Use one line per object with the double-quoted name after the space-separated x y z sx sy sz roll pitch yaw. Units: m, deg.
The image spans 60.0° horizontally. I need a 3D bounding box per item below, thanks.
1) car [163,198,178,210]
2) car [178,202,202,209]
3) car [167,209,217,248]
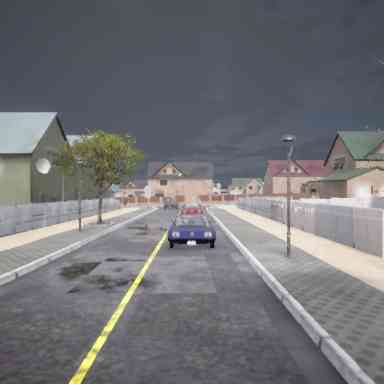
-2.749 1.640 44.741 1.837 1.490 4.892 0 0 0 "car"
0.000 1.650 29.684 1.895 1.301 4.718 0 0 0 "car"
0.000 1.622 14.682 1.895 1.301 4.718 0 0 0 "car"
